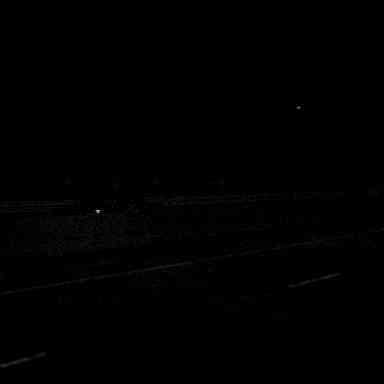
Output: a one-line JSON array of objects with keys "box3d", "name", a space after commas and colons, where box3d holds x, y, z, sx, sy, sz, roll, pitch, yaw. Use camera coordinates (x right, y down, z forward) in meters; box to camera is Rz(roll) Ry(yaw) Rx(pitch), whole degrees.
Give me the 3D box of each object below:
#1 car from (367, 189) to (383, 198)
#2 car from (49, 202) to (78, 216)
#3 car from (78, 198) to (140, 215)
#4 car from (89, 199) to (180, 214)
[{"box3d": [27.145, 0.405, 47.756, 4.902, 1.511, 2.128, -2, 1, -33], "name": "car"}, {"box3d": [-7.786, 1.399, 24.178, 4.892, 1.490, 1.837, -1, 1, -35], "name": "car"}, {"box3d": [-4.741, 1.227, 22.037, 4.553, 1.767, 2.097, -1, 1, -35], "name": "car"}, {"box3d": [-2.952, 1.359, 19.021, 5.008, 1.535, 1.882, -1, 1, -35], "name": "car"}]
